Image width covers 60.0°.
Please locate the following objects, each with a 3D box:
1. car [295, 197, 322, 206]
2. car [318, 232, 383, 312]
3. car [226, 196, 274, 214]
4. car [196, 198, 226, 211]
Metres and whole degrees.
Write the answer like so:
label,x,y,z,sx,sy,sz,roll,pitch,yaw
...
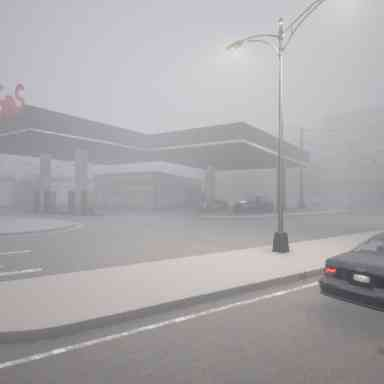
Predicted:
label,x,y,z,sx,sy,sz,roll,pitch,yaw
car,19.691,1.525,56.189,1.812,1.442,4.674,0,0,-35
car,4.986,1.547,7.208,5.357,1.411,2.033,0,0,-35
car,6.278,1.295,34.134,4.611,1.667,2.242,0,0,-35
car,2.359,1.456,38.403,3.806,1.475,1.970,0,0,-35
